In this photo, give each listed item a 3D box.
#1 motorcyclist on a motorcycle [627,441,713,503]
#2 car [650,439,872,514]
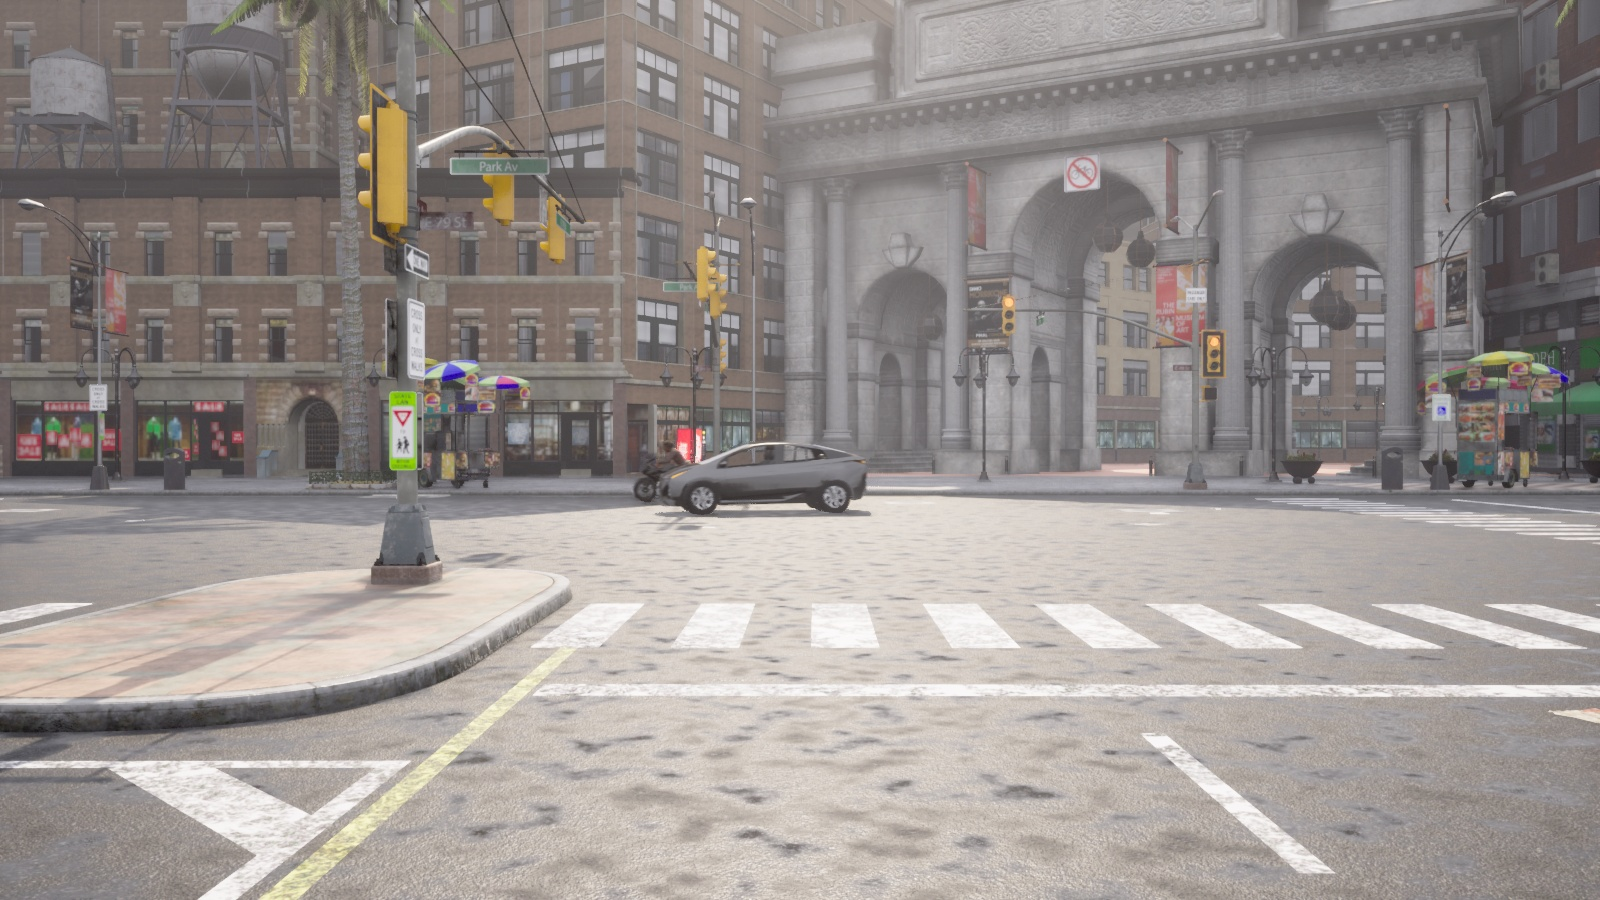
[{"bbox_3d":[-3.233,0.549,31.273,2.044,1.523,0.797,0,0,1],"label":"motorcyclist on a motorcycle"},{"bbox_3d":[-0.887,0.540,26.998,4.514,1.525,2.007,0,0,-11],"label":"car"}]
